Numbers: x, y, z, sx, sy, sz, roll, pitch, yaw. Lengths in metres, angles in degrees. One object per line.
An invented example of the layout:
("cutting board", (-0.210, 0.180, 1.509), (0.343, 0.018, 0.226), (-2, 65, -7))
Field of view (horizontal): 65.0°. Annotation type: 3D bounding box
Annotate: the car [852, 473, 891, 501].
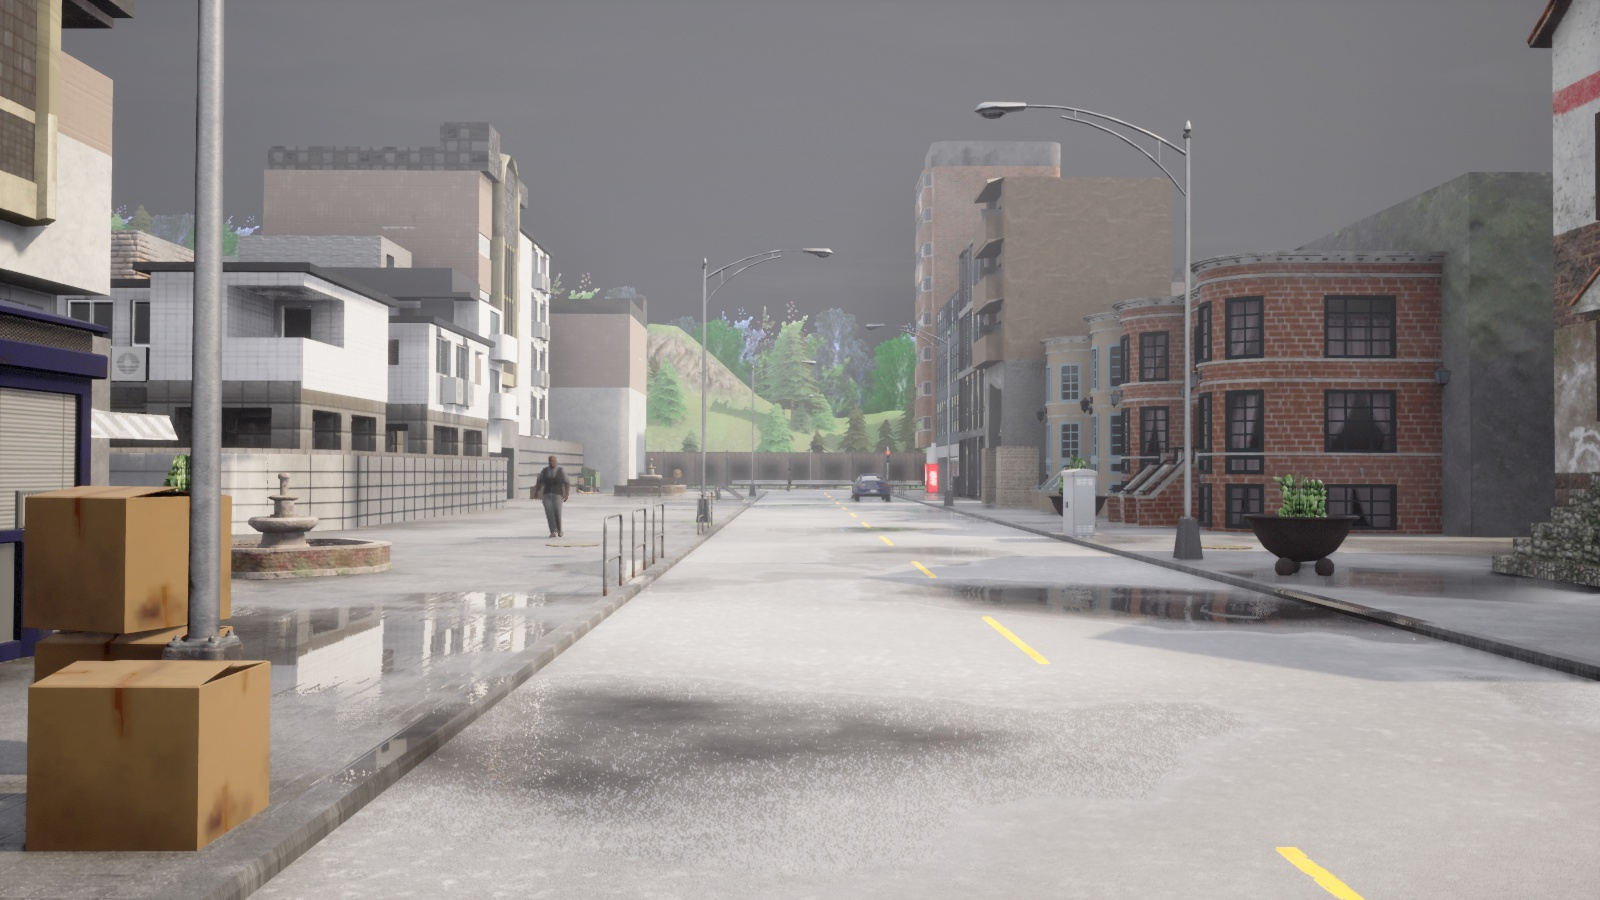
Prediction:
("car", (3.783, 1.947, 66.994), (1.812, 1.442, 4.674), (0, -1, 0))
